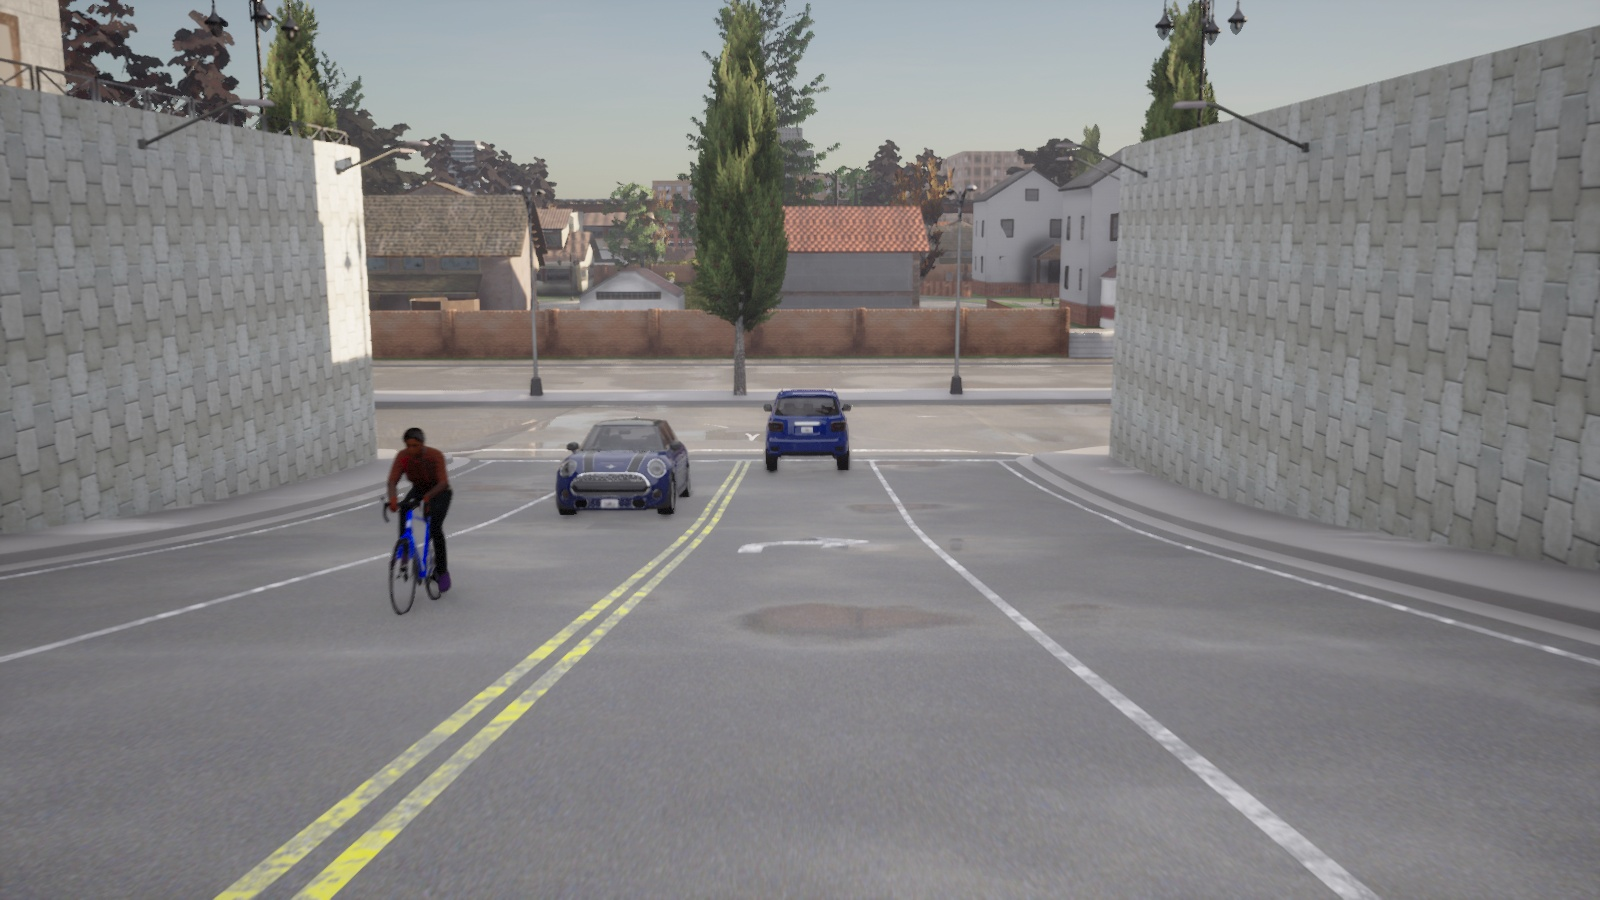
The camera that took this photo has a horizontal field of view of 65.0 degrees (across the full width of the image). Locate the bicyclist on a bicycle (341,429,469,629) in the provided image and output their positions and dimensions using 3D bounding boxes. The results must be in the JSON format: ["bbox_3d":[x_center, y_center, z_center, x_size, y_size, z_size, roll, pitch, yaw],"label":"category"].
[{"bbox_3d":[-3.423,0.628,11.020,0.582,1.620,1.656,0,1,0],"label":"bicyclist on a bicycle"}]

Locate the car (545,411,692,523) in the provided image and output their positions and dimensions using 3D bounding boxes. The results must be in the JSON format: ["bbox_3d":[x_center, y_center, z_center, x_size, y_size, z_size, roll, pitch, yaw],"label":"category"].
[{"bbox_3d":[-3.346,0.226,24.091,2.097,1.767,4.553,0,4,0],"label":"car"}]

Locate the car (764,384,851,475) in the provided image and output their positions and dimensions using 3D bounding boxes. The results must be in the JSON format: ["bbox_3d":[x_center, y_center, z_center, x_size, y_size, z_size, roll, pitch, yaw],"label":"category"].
[{"bbox_3d":[0.210,-0.648,33.906,2.150,2.045,5.566,0,5,1],"label":"car"}]
